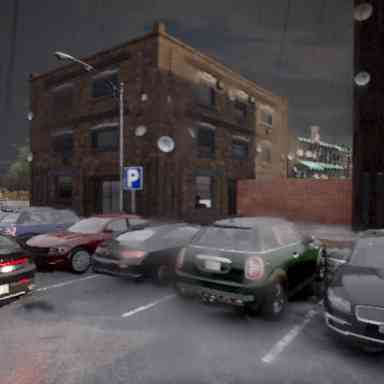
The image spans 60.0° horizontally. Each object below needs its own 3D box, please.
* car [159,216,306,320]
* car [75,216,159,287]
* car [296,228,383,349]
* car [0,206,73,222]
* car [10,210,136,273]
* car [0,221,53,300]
[{"bbox_3d":[1.611,1.356,7.767,2.185,1.767,4.553,0,0,35],"label":"car"},{"bbox_3d":[-0.618,1.521,9.392,2.002,1.452,4.674,0,0,35],"label":"car"},{"bbox_3d":[3.882,1.481,6.194,2.231,1.521,4.892,0,0,35],"label":"car"},{"bbox_3d":[-5.127,1.349,12.573,2.185,1.767,4.553,0,0,35],"label":"car"},{"bbox_3d":[-2.857,1.480,10.998,2.097,1.535,5.008,0,0,35],"label":"car"},{"bbox_3d":[-5.310,1.487,7.172,4.892,1.490,1.837,-1,0,35],"label":"car"}]
